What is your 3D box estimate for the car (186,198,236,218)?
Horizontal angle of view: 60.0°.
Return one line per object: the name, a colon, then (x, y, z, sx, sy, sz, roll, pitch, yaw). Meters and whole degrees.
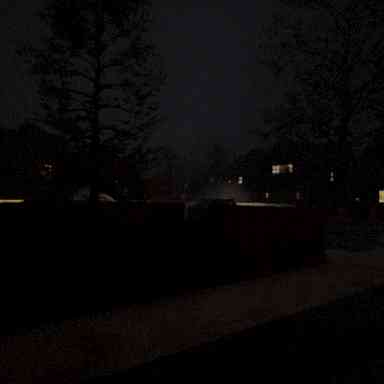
car: (1.654, 1.554, 29.184, 2.150, 2.045, 5.566, 2, -2, -35)
